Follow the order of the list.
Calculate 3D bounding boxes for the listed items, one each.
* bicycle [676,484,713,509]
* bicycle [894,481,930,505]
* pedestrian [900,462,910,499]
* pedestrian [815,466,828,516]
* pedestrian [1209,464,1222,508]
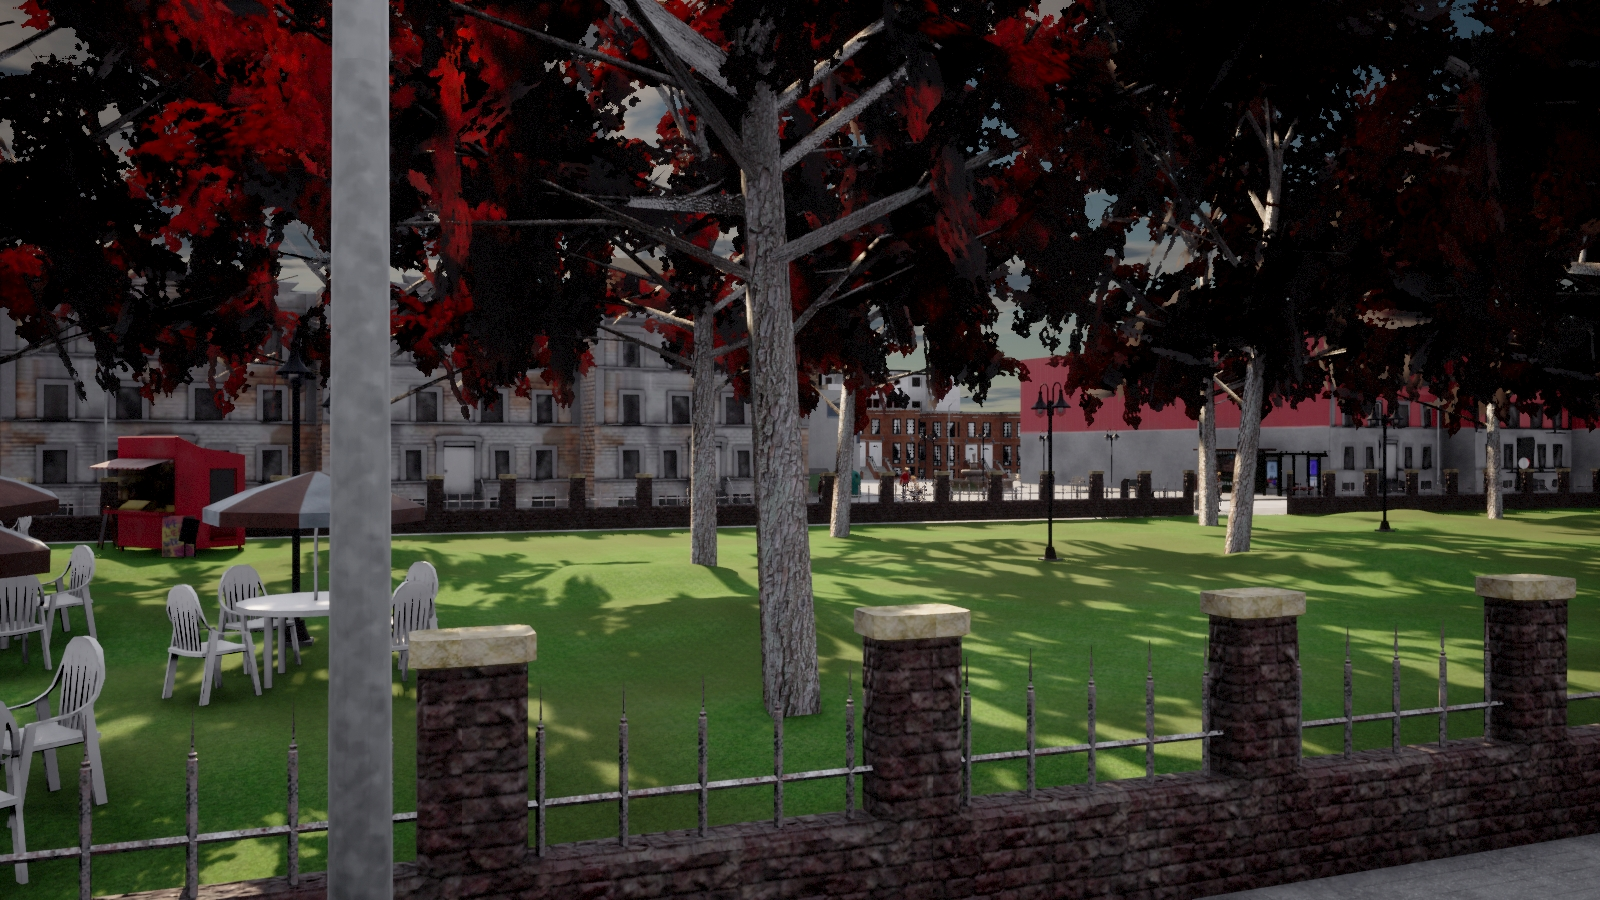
[{"bbox_3d":[-4.648,2.041,50.318,1.487,1.080,0.859,0,0,-20],"label":"bicycle"},{"bbox_3d":[5.281,2.045,53.951,1.487,1.080,0.859,0,0,-20],"label":"bicycle"},{"bbox_3d":[5.340,1.535,58.138,0.375,1.860,0.375,0,0,42],"label":"pedestrian"},{"bbox_3d":[0.806,1.531,42.999,0.375,1.860,0.375,0,0,-16],"label":"pedestrian"},{"bbox_3d":[17.856,1.539,49.111,0.375,1.860,0.375,0,0,-22],"label":"pedestrian"}]
